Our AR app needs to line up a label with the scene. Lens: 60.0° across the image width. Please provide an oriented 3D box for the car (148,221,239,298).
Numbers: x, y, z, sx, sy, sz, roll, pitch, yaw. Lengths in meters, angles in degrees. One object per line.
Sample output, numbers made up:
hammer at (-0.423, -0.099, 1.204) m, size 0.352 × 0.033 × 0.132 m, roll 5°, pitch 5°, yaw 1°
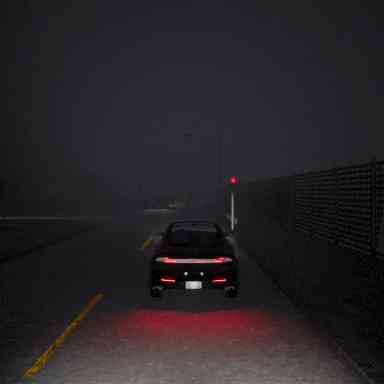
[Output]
car at (0.055, 1.492, 8.524) m, size 2.128 × 1.511 × 4.902 m, roll 0°, pitch 0°, yaw 1°

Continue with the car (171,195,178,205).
car at (-4.033, 1.499, 58.705) m, size 1.837 × 1.490 × 4.892 m, roll 0°, pitch 2°, yaw 0°

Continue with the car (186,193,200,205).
car at (0.145, 1.221, 58.286) m, size 2.150 × 2.045 × 5.566 m, roll 0°, pitch 0°, yaw 0°

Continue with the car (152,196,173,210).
car at (-4.066, 1.547, 43.931) m, size 2.033 × 1.411 × 5.357 m, roll 0°, pitch 0°, yaw 0°
